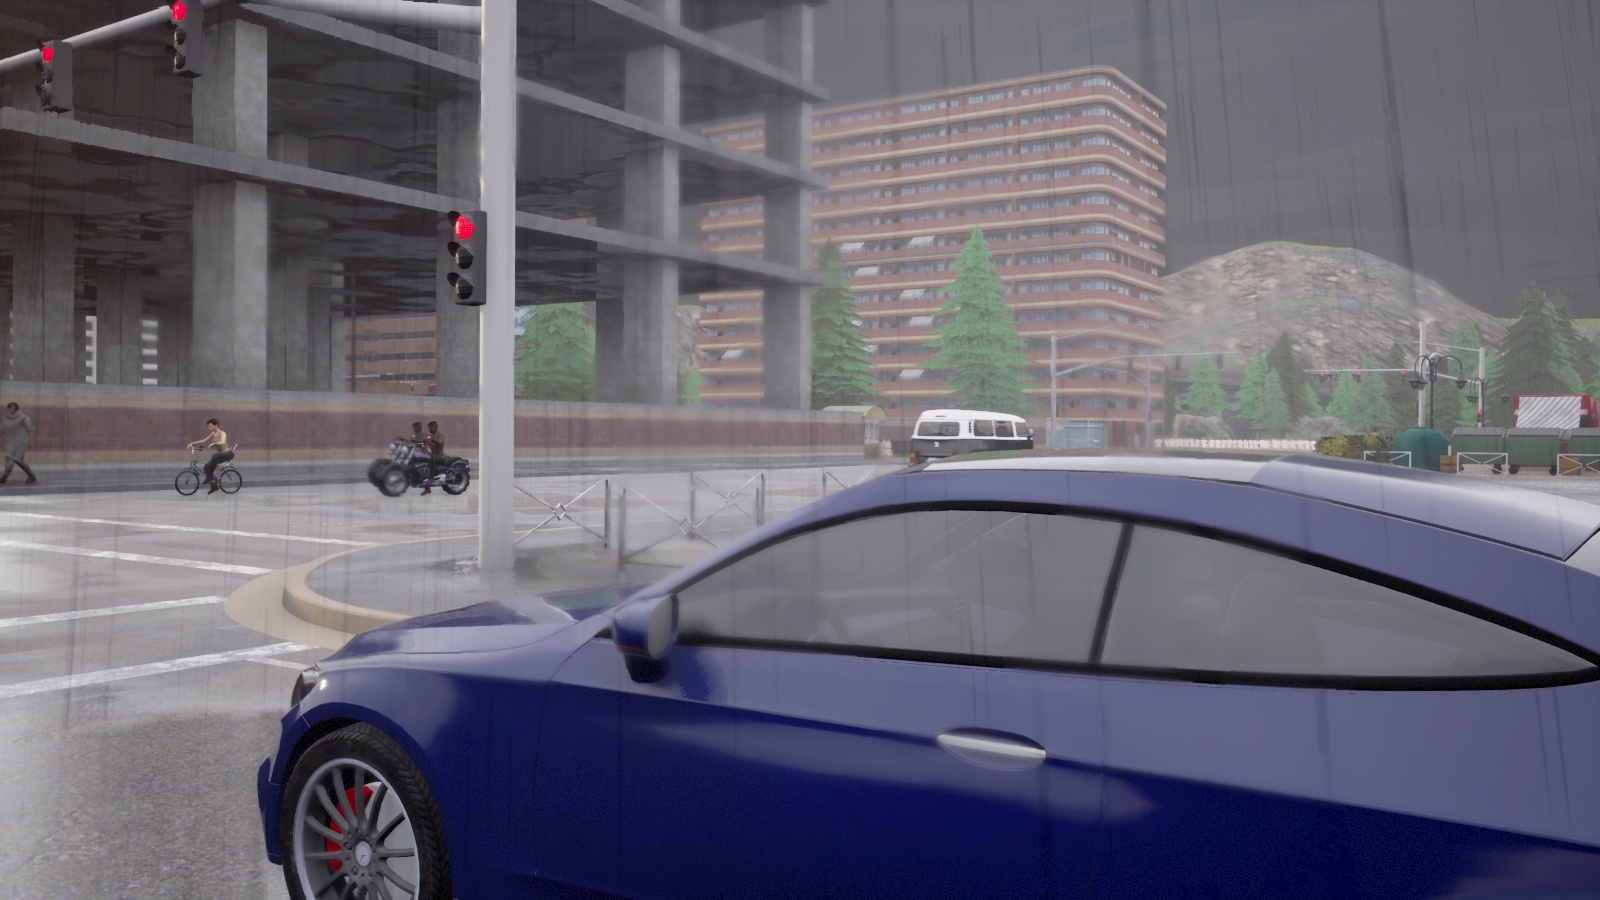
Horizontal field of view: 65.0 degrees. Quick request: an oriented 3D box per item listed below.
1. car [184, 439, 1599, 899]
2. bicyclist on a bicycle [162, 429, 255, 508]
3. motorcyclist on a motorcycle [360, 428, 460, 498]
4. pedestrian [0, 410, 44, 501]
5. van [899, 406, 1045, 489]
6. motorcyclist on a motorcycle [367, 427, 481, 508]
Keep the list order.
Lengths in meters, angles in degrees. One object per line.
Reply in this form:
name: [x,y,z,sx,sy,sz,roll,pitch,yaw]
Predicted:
car: [0.620,0.708,3.212,4.674,1.442,1.812,0,1,34]
bicyclist on a bicycle: [-12.388,0.365,26.348,0.866,1.612,1.509,0,1,34]
motorcyclist on a motorcycle: [-9.515,0.293,30.715,0.766,1.649,2.350,0,1,33]
pedestrian: [-17.210,0.113,27.512,0.659,1.952,0.873,0,1,21]
van: [4.616,-0.094,33.074,2.069,2.038,4.480,0,1,33]
motorcyclist on a motorcycle: [-7.963,0.334,26.710,0.766,1.649,2.350,0,1,33]
